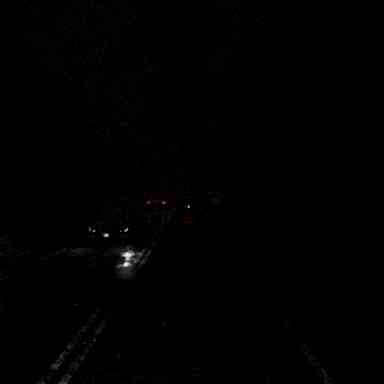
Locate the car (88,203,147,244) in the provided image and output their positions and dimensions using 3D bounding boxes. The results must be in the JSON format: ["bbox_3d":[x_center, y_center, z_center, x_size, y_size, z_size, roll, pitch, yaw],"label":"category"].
[{"bbox_3d":[-3.472,1.453,15.776,1.837,1.490,4.892,0,1,-1],"label":"car"}]

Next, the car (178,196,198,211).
[{"bbox_3d":[-0.381,1.224,35.004,1.837,1.490,4.892,0,-1,-1],"label":"car"}]

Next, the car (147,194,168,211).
[{"bbox_3d":[-3.757,1.088,36.331,2.097,1.767,4.553,0,1,-1],"label":"car"}]
